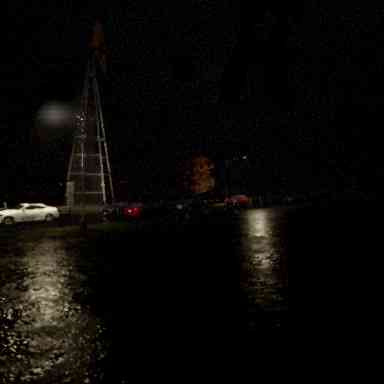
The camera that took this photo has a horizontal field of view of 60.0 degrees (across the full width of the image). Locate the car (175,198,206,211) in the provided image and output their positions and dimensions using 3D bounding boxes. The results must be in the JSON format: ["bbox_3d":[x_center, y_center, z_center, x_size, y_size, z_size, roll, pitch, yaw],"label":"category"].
[{"bbox_3d":[-0.051,1.517,40.480,1.812,1.442,4.674,1,1,38],"label":"car"}]

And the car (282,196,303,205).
[{"bbox_3d":[17.603,1.474,58.146,2.033,1.411,5.357,1,1,40],"label":"car"}]

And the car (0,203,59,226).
[{"bbox_3d":[-12.249,1.588,24.610,1.812,1.442,4.674,1,1,39],"label":"car"}]

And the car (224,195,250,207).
[{"bbox_3d":[6.680,1.302,49.032,2.097,1.767,4.553,1,1,39],"label":"car"}]

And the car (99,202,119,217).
[{"bbox_3d":[-6.329,1.575,32.330,2.033,1.411,5.357,1,1,38],"label":"car"}]

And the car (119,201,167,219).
[{"bbox_3d":[-4.164,1.614,30.344,1.994,1.385,4.181,1,1,38],"label":"car"}]
